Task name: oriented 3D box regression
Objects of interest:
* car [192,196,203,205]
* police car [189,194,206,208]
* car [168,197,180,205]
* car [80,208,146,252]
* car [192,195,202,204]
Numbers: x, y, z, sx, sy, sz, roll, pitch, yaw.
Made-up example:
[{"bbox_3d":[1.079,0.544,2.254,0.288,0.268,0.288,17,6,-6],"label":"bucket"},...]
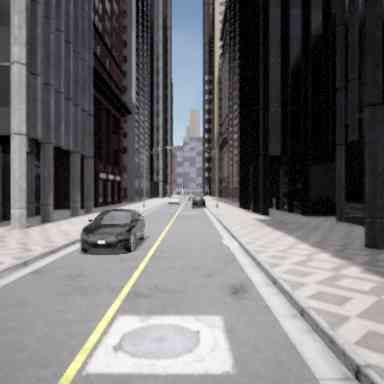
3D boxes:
[{"bbox_3d":[0.912,1.392,55.349,1.812,1.442,4.674,0,0,0],"label":"car"},{"bbox_3d":[0.909,1.308,45.459,1.930,1.638,5.238,0,0,0],"label":"police car"},{"bbox_3d":[-3.035,1.466,55.992,1.895,1.301,4.718,0,0,1],"label":"car"},{"bbox_3d":[-3.096,1.440,13.868,1.882,1.535,5.008,0,0,0],"label":"car"},{"bbox_3d":[0.912,1.363,61.349,1.837,1.490,4.892,0,0,0],"label":"car"}]
